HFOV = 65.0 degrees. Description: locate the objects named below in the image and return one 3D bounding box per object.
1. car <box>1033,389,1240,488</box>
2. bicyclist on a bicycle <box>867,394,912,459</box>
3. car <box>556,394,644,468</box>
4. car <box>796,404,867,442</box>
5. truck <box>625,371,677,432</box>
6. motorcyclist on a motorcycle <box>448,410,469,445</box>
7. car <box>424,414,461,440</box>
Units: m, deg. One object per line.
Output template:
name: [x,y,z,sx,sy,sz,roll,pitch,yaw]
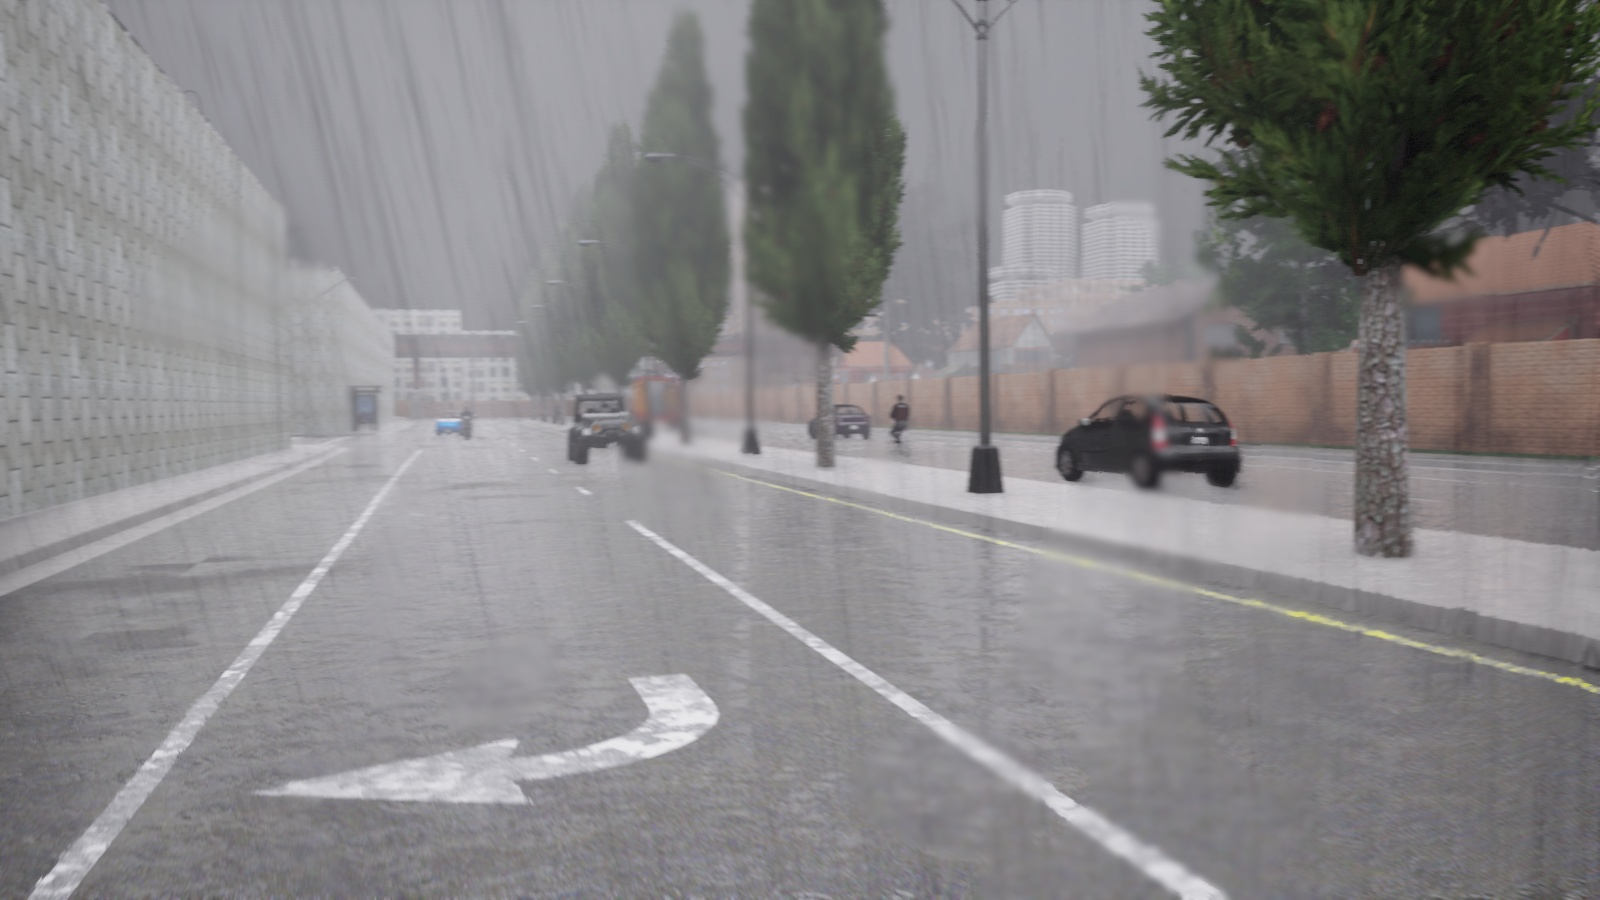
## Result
car: [6.013,-0.263,22.945,1.851,1.617,3.988,-2,2,-16]
bicyclist on a bicycle: [2.505,-0.678,35.440,0.659,1.776,1.843,-2,2,-16]
car: [-5.571,-0.549,34.615,1.905,1.878,3.866,-2,2,-16]
car: [1.272,-1.151,52.793,1.816,1.474,4.193,-2,2,-16]
truck: [-10.019,-3.288,85.200,2.891,3.827,8.468,-1,2,-3]
motorcyclist on a motorcycle: [-15.769,-1.053,58.020,0.866,1.590,1.817,-2,2,-16]
car: [-19.785,-1.281,69.631,1.481,1.376,2.207,-1,2,-3]
